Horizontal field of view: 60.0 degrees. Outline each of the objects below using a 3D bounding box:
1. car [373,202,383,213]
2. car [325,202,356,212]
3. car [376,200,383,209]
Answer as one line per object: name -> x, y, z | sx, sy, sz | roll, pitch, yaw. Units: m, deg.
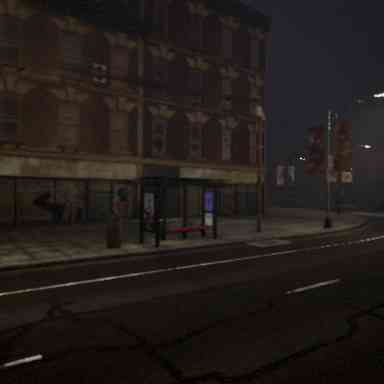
car -> 24.596, 1.941, 41.674 | 1.812, 1.442, 4.674 | 1, 0, -2
car -> 20.721, 2.013, 46.499 | 1.895, 1.301, 4.718 | 0, 0, -8
car -> 33.003, 2.071, 54.777 | 2.002, 1.452, 4.674 | 1, 0, -16
